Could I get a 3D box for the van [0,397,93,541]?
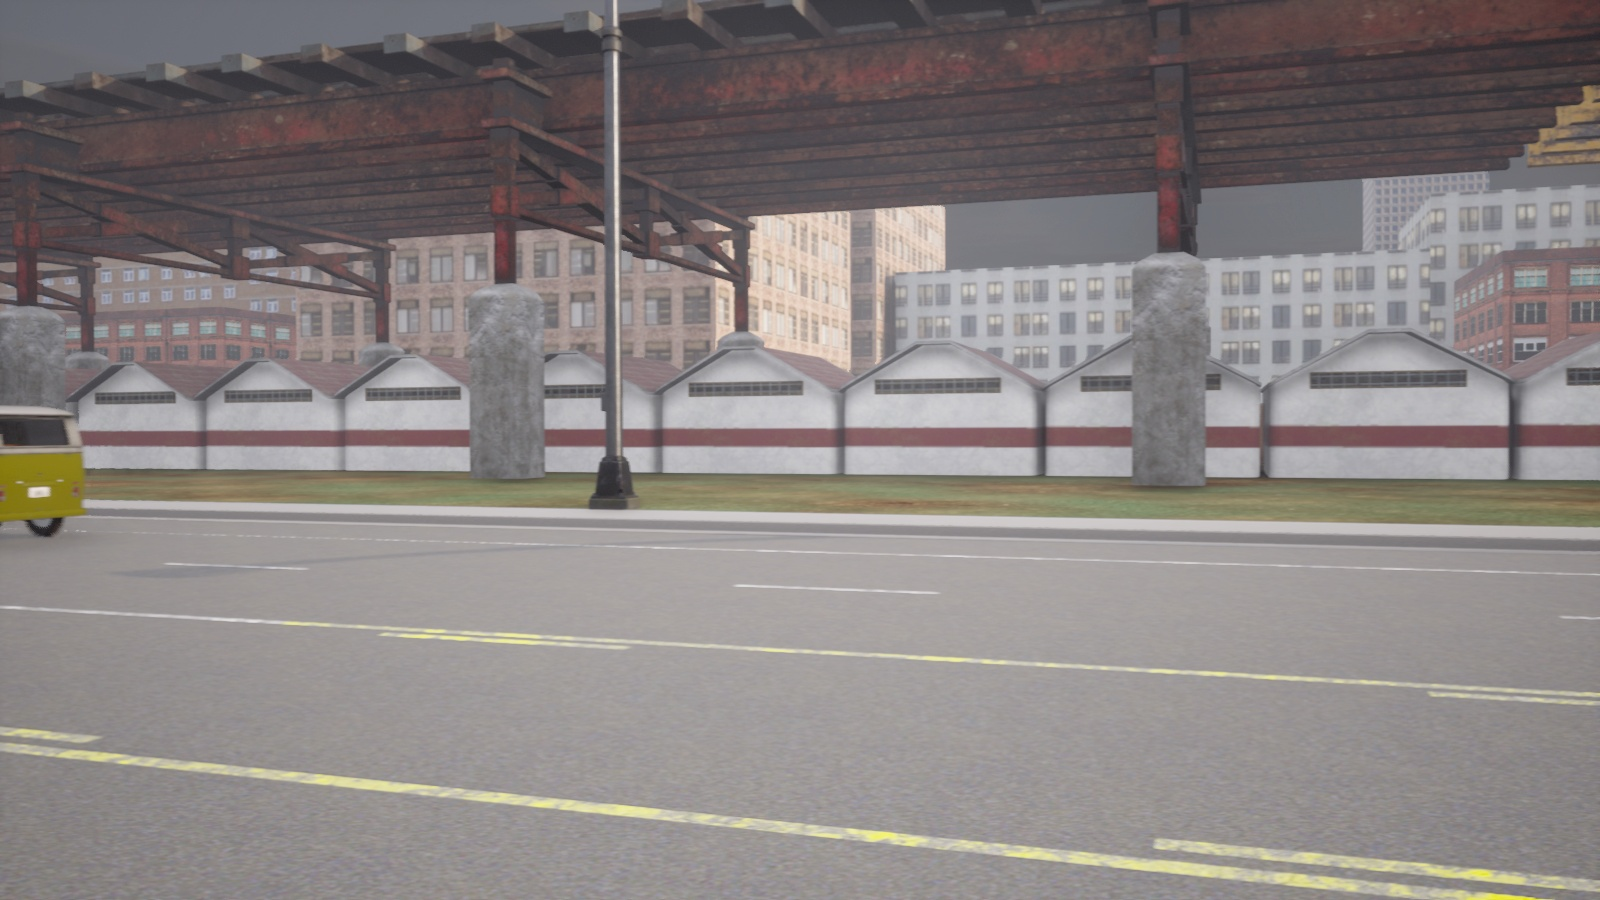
[{"bbox_3d":[-12.936,0.233,18.591,4.442,1.987,1.775,1,1,19],"label":"van"}]
